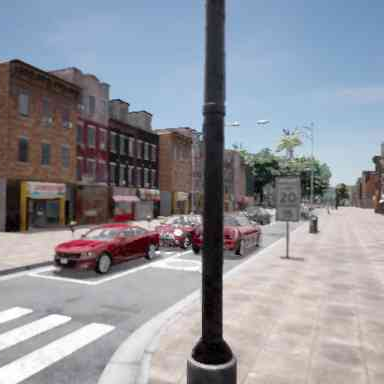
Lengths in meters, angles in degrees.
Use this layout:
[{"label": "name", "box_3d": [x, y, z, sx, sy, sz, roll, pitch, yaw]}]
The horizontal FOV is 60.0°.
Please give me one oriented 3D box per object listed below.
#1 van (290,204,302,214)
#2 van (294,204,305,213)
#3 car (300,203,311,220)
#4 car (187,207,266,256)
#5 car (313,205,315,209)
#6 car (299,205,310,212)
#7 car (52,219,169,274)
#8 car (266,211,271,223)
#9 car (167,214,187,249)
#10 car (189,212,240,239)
[{"label": "van", "box_3d": [19.301, 3.111, 61.637, 1.690, 1.788, 3.998, 0, -2, 24]}, {"label": "van", "box_3d": [21.511, 3.266, 66.632, 1.690, 1.788, 3.998, 0, -2, 24]}, {"label": "car", "box_3d": [13.357, 2.533, 41.520, 2.097, 1.767, 4.553, 0, -2, 24]}, {"label": "car", "box_3d": [1.781, 1.767, 15.389, 2.097, 1.767, 4.553, 0, -2, 24]}, {"label": "car", "box_3d": [28.140, 3.711, 81.617, 2.192, 1.841, 5.009, 0, -2, 24]}, {"label": "car", "box_3d": [25.928, 3.788, 76.617, 2.008, 1.369, 4.403, 0, -2, 24]}, {"label": "car", "box_3d": [-2.795, 1.820, 11.680, 1.887, 1.381, 4.507, 0, -1, 24]}, {"label": "car", "box_3d": [6.287, 2.232, 32.495, 2.097, 1.767, 4.553, 0, -2, 24]}, {"label": "car", "box_3d": [-0.587, 1.861, 16.678, 1.967, 1.590, 4.097, 0, -1, 24]}, {"label": "car", "box_3d": [1.622, 2.111, 21.672, 1.887, 1.381, 4.507, 0, -1, 24]}]
